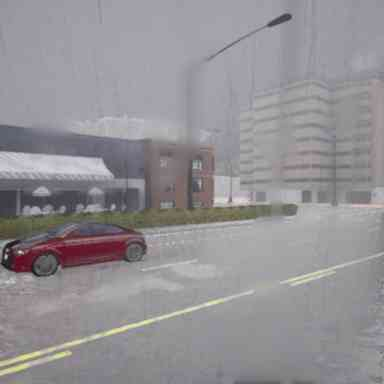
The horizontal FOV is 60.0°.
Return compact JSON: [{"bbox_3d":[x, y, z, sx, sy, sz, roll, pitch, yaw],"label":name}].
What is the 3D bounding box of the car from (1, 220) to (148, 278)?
[{"bbox_3d":[-3.471,1.571,10.283,4.181,1.385,1.994,0,0,-38],"label":"car"}]
